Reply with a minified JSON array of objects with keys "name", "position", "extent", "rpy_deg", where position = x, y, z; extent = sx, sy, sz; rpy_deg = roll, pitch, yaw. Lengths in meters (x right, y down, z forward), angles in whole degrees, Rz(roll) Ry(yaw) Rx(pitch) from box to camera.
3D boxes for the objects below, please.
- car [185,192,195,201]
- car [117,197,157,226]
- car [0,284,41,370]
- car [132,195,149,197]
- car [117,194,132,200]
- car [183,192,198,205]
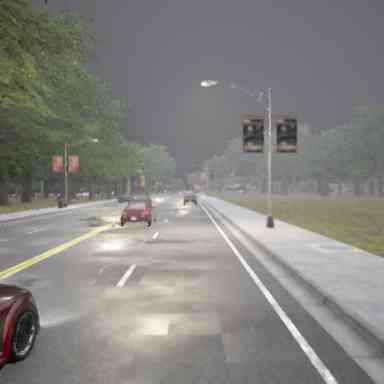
[{"name":"car","position":[-0.421,0.818,64.522],"extent":[1.882,1.535,5.008],"rpy_deg":[0,1,0]},{"name":"car","position":[-3.302,1.295,21.019],"extent":[1.812,1.442,4.674],"rpy_deg":[0,1,0]},{"name":"car","position":[-3.166,1.539,3.114],"extent":[1.994,1.385,4.181],"rpy_deg":[0,1,0]},{"name":"car","position":[-6.918,1.088,47.554],"extent":[1.994,1.385,4.181],"rpy_deg":[0,1,0]},{"name":"car","position":[-10.199,1.049,51.716],"extent":[2.033,1.411,5.357],"rpy_deg":[0,1,0]},{"name":"car","position":[-0.255,0.998,47.367],"extent":[1.837,1.490,4.892],"rpy_deg":[0,0,0]}]
